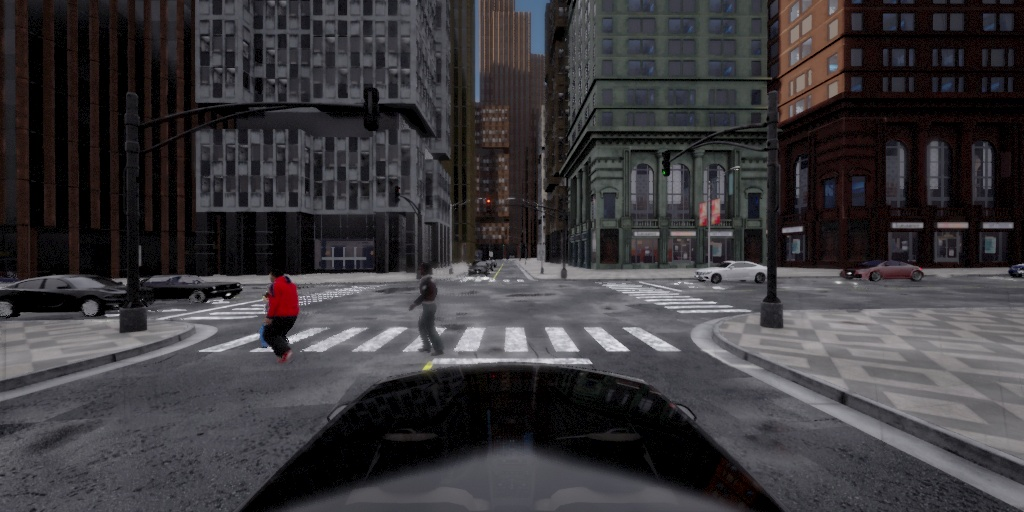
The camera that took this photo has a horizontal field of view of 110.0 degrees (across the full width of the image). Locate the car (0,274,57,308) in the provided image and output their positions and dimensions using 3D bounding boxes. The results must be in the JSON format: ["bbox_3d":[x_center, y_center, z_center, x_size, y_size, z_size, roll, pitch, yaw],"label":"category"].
[{"bbox_3d":[-24.945,1.636,17.002,4.181,1.385,1.994,-1,0,0],"label":"car"}]

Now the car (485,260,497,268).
[{"bbox_3d":[-3.430,1.294,59.300,1.895,1.301,4.718,0,0,0],"label":"car"}]

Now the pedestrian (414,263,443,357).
[{"bbox_3d":[-1.660,1.043,7.161,0.375,1.860,0.375,0,0,0],"label":"pedestrian"}]

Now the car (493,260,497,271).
[{"bbox_3d":[-3.326,1.223,46.302,1.837,1.490,4.892,0,0,0],"label":"car"}]

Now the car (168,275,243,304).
[{"bbox_3d":[-15.684,1.548,17.023,4.718,1.301,1.895,-1,0,0],"label":"car"}]

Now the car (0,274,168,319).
[{"bbox_3d":[-16.741,1.455,13.768,5.008,1.535,1.882,-1,0,0],"label":"car"}]

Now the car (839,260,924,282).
[{"bbox_3d":[24.463,0.949,23.832,4.181,1.385,1.994,-1,0,1],"label":"car"}]

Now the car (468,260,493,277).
[{"bbox_3d":[-3.235,1.237,36.008,1.837,1.490,4.892,0,0,-1],"label":"car"}]

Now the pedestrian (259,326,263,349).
[{"bbox_3d":[-5.154,1.323,7.747,0.375,1.300,0.375,0,0,0],"label":"pedestrian"}]

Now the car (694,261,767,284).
[{"bbox_3d":[14.595,1.037,23.809,4.674,1.442,1.812,-1,0,-1],"label":"car"}]

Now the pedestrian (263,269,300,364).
[{"bbox_3d":[-4.196,1.043,6.559,0.375,1.860,0.375,0,0,0],"label":"pedestrian"}]

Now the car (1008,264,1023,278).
[{"bbox_3d":[36.243,0.763,23.866,4.674,1.442,1.812,-1,0,0],"label":"car"}]
